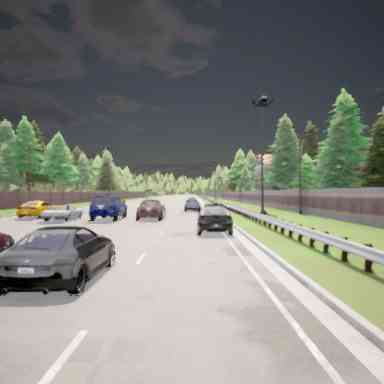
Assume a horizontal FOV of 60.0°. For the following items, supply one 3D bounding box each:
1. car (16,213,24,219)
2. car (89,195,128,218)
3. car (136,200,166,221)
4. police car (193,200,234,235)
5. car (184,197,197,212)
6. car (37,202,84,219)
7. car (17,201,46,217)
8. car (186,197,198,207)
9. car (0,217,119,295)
[{"bbox_3d":[-6.915,1.551,9.412,1.812,1.442,4.674,0,0,0],"label":"car"},{"bbox_3d":[-6.905,1.294,27.822,2.150,2.045,5.566,0,0,0],"label":"car"},{"bbox_3d":[-3.405,1.426,28.295,2.097,1.767,4.553,0,0,0],"label":"car"},{"bbox_3d":[1.222,1.476,19.236,1.930,1.638,5.238,0,0,0],"label":"police car"},{"bbox_3d":[0.021,1.672,41.524,1.994,1.385,4.181,0,0,1],"label":"car"},{"bbox_3d":[-10.404,1.671,27.058,1.895,1.301,4.718,0,0,0],"label":"car"},{"bbox_3d":[-13.904,1.556,30.165,1.882,1.535,5.008,0,0,0],"label":"car"},{"bbox_3d":[-0.007,1.645,53.752,1.837,1.490,4.892,0,0,0],"label":"car"},{"bbox_3d":[-3.401,1.587,8.818,1.994,1.385,4.181,0,0,0],"label":"car"}]
